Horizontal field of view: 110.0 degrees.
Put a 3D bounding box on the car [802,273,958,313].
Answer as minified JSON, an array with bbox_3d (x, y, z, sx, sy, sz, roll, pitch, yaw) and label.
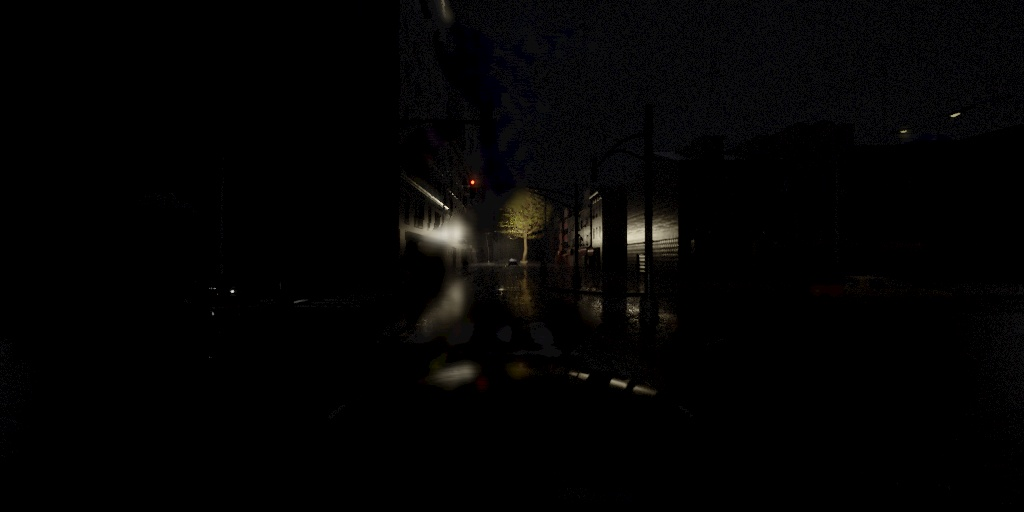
[{"bbox_3d":[13.904,1.344,13.654,4.829,1.417,1.751,0,0,0],"label":"car"}]

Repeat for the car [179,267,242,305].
[{"bbox_3d":[-13.758,1.176,14.542,4.892,1.490,1.837,0,0,0],"label":"car"}]
